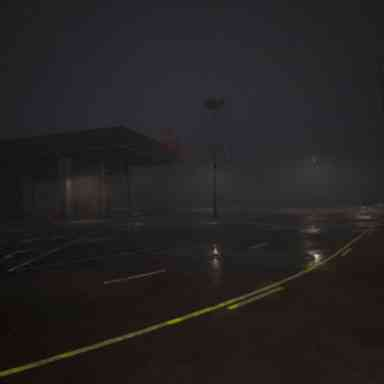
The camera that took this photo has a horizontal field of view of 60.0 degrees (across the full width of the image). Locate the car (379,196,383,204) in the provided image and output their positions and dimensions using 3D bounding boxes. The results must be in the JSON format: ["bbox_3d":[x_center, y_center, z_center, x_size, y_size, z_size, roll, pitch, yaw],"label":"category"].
[{"bbox_3d":[41.659,1.959,74.687,1.837,1.490,4.892,-1,-1,34],"label":"car"}]

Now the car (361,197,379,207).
[{"bbox_3d":[32.586,1.949,61.391,2.033,1.411,5.357,-1,-1,34],"label":"car"}]

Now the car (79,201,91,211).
[{"bbox_3d":[-18.000,2.395,56.272,4.611,1.667,2.242,-1,-1,34],"label":"car"}]

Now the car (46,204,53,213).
[{"bbox_3d":[-20.587,2.520,51.085,3.806,1.475,1.970,-1,-1,34],"label":"car"}]

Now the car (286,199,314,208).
[{"bbox_3d":[19.681,2.072,60.676,5.008,1.535,1.882,-1,-1,35],"label":"car"}]
